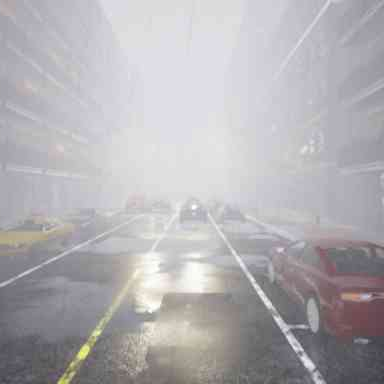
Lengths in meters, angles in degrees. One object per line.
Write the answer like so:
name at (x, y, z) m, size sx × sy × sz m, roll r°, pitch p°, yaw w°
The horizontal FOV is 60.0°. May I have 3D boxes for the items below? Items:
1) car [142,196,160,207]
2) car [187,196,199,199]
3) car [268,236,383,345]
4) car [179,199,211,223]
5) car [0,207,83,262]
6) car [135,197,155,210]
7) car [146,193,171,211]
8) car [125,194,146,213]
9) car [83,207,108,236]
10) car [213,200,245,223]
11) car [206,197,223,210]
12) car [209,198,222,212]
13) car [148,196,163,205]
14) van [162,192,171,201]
car at (-5.674, 1.326, 46.233) m, size 1.947 × 1.339 × 4.313 m, roll 0°, pitch 0°, yaw 0°
car at (0.111, 1.259, 41.334) m, size 1.882 × 1.535 × 5.008 m, roll 0°, pitch 0°, yaw 0°
car at (2.696, 1.506, 6.397) m, size 1.887 × 1.381 × 4.507 m, roll 0°, pitch 0°, yaw 0°
car at (0.107, 1.430, 24.355) m, size 1.994 × 1.385 × 4.181 m, roll 0°, pitch 0°, yaw 0°
car at (-5.683, 1.456, 11.920) m, size 1.752 × 1.417 × 4.829 m, roll 0°, pitch 0°, yaw 0°
car at (-5.676, 1.312, 40.372) m, size 1.752 × 1.417 × 4.829 m, roll 0°, pitch 0°, yaw 0°
car at (-2.991, 1.094, 32.516) m, size 1.994 × 1.385 × 4.181 m, roll 0°, pitch 0°, yaw 0°
car at (-5.676, 1.128, 34.850) m, size 2.192 × 1.841 × 5.009 m, roll 0°, pitch 0°, yaw 0°
car at (-5.682, 1.481, 17.782) m, size 1.802 × 1.307 × 4.206 m, roll 0°, pitch 0°, yaw 0°
car at (2.700, 1.452, 23.467) m, size 1.802 × 1.307 × 4.206 m, roll 0°, pitch 0°, yaw 0°
car at (2.704, 1.368, 40.538) m, size 1.802 × 1.307 × 4.206 m, roll 0°, pitch 0°, yaw 0°
car at (2.703, 1.395, 34.848) m, size 1.802 × 1.307 × 4.206 m, roll 0°, pitch 0°, yaw 0°
car at (-5.673, 1.319, 51.921) m, size 1.802 × 1.307 × 4.206 m, roll 0°, pitch 0°, yaw 0°
van at (-5.667, 1.001, 74.682) m, size 1.690 × 1.788 × 3.998 m, roll 0°, pitch 0°, yaw 0°
